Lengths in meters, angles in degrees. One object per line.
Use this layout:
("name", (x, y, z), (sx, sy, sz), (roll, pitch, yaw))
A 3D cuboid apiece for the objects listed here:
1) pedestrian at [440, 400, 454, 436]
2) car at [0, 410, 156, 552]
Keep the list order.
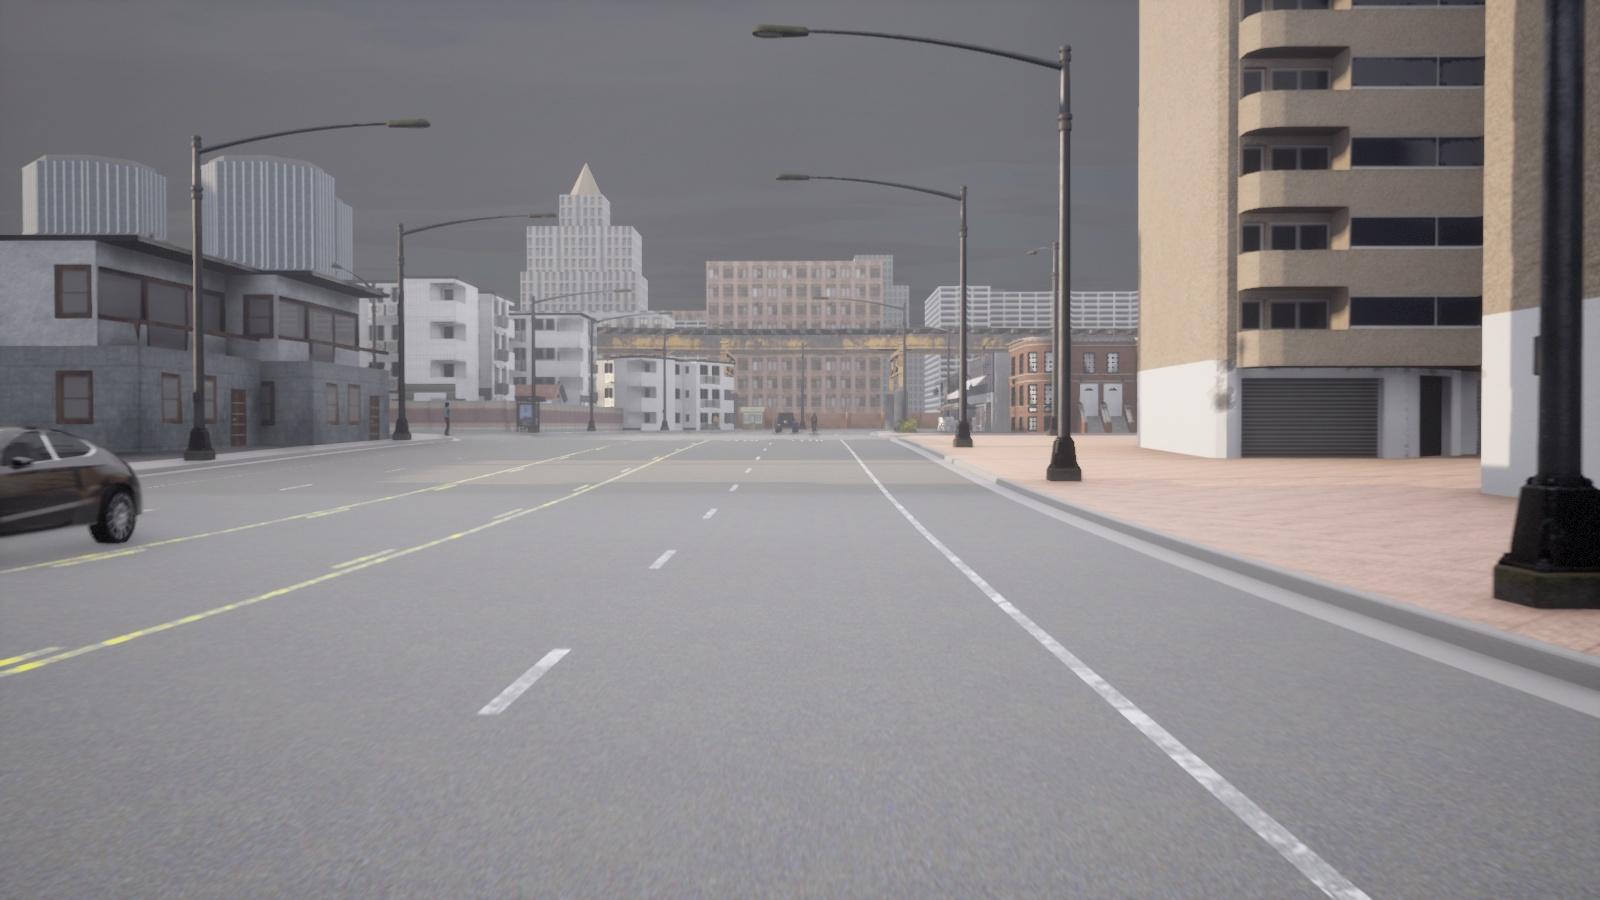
("pedestrian", (-18.999, -1.722, 67.577), (0.692, 1.930, 0.396), (0, 1, -7))
("car", (-10.396, 0.342, 15.617), (2.152, 1.651, 5.027), (0, 1, 0))
